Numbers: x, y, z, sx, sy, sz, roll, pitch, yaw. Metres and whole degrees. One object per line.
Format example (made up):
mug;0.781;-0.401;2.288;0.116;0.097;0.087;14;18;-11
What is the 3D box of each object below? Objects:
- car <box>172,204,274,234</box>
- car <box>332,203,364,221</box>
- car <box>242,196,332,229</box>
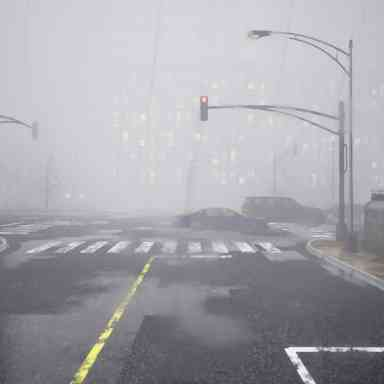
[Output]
car;1.570;1.571;18.889;5.357;1.411;2.033;1;0;-1
car;13.164;1.694;29.036;4.892;1.490;1.837;1;0;-1
car;5.925;1.307;22.213;5.566;2.045;2.150;1;0;-1
